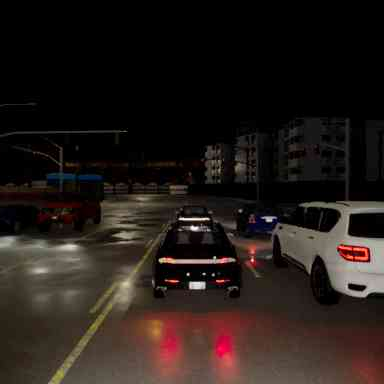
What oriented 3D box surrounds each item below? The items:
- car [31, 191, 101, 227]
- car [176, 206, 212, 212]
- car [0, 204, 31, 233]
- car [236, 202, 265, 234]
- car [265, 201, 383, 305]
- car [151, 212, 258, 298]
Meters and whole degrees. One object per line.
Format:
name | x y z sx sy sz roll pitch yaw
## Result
car | -6.992 0.942 19.703 2.150 2.045 5.566 0 0 0
car | 0.111 1.473 17.940 2.128 1.511 4.902 0 0 0
car | -10.492 1.512 19.741 1.882 1.535 5.008 0 0 0
car | 3.609 1.328 17.663 2.097 1.767 4.553 0 0 0
car | 3.594 1.219 8.240 2.150 2.045 5.566 0 0 0
car | 0.102 1.499 8.527 2.128 1.511 4.902 0 0 0
